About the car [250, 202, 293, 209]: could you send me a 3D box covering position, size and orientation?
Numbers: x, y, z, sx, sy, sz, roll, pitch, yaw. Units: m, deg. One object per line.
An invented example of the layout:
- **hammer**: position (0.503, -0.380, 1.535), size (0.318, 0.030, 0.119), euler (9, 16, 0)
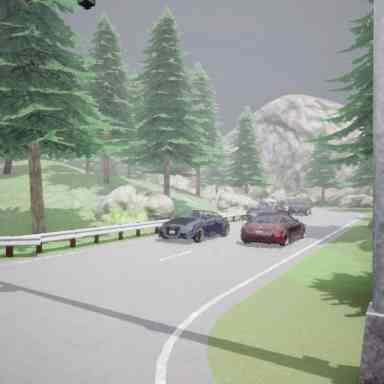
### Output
- **car**: position (5.587, 1.516, 24.780), size (2.128, 1.511, 4.902), euler (0, 0, 33)

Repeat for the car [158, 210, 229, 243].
- **car**: position (0.201, 1.581, 16.420), size (1.994, 1.385, 4.181), euler (0, 0, 33)

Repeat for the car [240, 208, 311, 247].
- **car**: position (3.869, 1.647, 15.466), size (1.994, 1.385, 4.181), euler (0, -1, 33)

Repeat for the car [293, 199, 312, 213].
- **car**: position (10.900, 1.537, 33.508), size (1.837, 1.490, 4.892), euler (0, 0, 26)
